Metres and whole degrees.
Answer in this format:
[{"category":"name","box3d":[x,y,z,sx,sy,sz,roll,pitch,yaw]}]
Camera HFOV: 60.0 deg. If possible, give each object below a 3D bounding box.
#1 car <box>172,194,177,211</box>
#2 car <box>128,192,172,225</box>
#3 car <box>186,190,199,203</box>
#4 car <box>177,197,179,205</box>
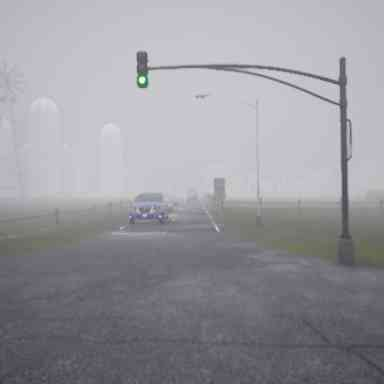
[{"category":"car","box3d":[-2.786,1.211,32.695,1.812,1.442,4.674,-1,1,0]},{"category":"car","box3d":[-2.820,1.019,22.726,2.150,2.045,5.566,-1,1,1]},{"category":"car","box3d":[0.100,0.929,52.616,1.837,1.490,4.892,-1,1,0]},{"category":"car","box3d":[-2.761,1.049,42.891,1.882,1.535,5.008,-1,1,0]}]
